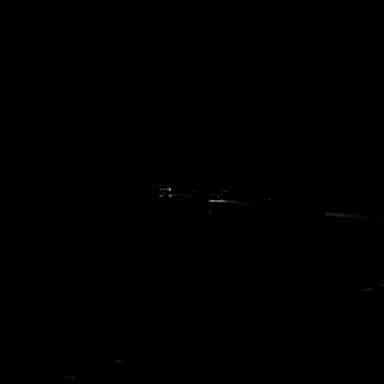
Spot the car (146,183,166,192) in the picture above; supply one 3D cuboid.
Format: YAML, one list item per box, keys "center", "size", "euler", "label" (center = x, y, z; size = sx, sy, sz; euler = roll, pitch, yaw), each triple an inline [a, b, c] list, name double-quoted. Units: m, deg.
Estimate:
- center: [-7.034, -0.875, 64.312]
  size: [2.128, 1.511, 4.902]
  euler: [2, 2, -29]
  label: "car"

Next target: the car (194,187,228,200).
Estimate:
- center: [1.945, 0.133, 41.101]
  size: [1.837, 1.490, 4.892]
  euler: [2, 2, -28]
  label: "car"

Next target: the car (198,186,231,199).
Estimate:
- center: [3.015, 0.041, 45.815]
  size: [2.128, 1.511, 4.902]
  euler: [2, 2, -29]
  label: "car"

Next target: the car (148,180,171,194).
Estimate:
- center: [-5.384, -0.907, 54.809]
  size: [2.150, 2.045, 5.566]
  euler: [2, 2, -29]
  label: "car"

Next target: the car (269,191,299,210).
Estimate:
- center: [8.769, 0.718, 28.533]
  size: [1.882, 1.535, 5.008]
  euler: [2, 2, -28]
  label: "car"
